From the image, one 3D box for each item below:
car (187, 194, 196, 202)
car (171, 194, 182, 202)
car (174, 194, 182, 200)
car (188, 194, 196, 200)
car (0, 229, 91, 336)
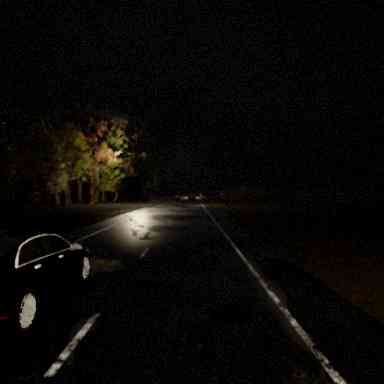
[{"bbox_3d":[-0.015,1.466,73.693,1.994,1.385,4.181,0,0,0],"label":"car"},{"bbox_3d":[-3.515,1.440,73.692,2.128,1.511,4.902,0,0,0],"label":"car"},{"bbox_3d":[-3.517,1.305,83.733,1.812,1.442,4.674,0,0,0],"label":"car"},{"bbox_3d":[-0.018,1.305,83.733,2.128,1.511,4.902,0,0,0],"label":"car"},{"bbox_3d":[-3.500,1.502,6.646,1.837,1.490,4.892,0,0,0],"label":"car"}]
